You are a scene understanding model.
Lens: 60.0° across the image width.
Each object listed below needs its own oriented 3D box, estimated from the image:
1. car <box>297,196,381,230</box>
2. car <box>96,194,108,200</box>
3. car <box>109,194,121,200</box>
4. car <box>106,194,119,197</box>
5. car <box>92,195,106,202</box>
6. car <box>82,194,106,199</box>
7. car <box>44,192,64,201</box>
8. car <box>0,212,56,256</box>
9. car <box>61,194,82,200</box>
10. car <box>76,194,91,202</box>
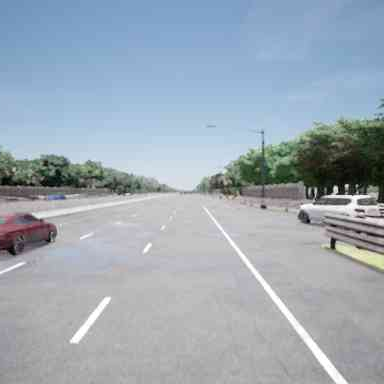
[{"bbox_3d":[9.337,1.236,21.623,2.150,2.045,5.566,1,0,-24],"label":"car"},{"bbox_3d":[-24.663,1.371,91.456,2.033,1.411,5.357,0,0,0],"label":"car"},{"bbox_3d":[-21.163,1.371,91.468,2.033,1.411,5.357,0,0,0],"label":"car"},{"bbox_3d":[-17.588,1.460,75.692,1.895,1.301,4.718,0,0,0],"label":"car"},{"bbox_3d":[-21.088,1.365,75.706,1.837,1.490,4.892,0,0,0],"label":"car"},{"bbox_3d":[-17.572,1.365,59.901,1.882,1.535,5.008,0,0,1],"label":"car"},{"bbox_3d":[-24.554,1.109,59.807,2.150,2.045,5.566,0,0,0],"label":"car"},{"bbox_3d":[-6.923,1.486,12.837,1.812,1.442,4.674,0,0,0],"label":"car"},{"bbox_3d":[-21.066,1.383,59.881,2.128,1.511,4.902,0,0,0],"label":"car"},{"bbox_3d":[-24.587,1.342,75.660,1.882,1.535,5.008,0,0,0],"label":"car"}]
